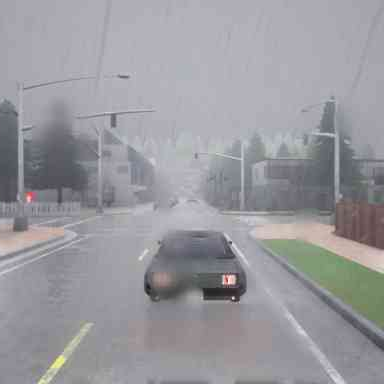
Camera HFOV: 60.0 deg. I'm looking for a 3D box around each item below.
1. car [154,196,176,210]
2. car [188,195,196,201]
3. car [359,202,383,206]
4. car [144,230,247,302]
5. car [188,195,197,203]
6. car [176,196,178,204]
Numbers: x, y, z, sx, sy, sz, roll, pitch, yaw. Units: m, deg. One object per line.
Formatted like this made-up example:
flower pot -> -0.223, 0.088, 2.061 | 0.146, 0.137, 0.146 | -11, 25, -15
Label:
car -> -3.572, 1.352, 41.988 | 2.097, 1.767, 4.553 | 0, 0, 0
car -> 0.051, 1.478, 81.469 | 1.882, 1.535, 5.008 | 0, 0, 0
car -> 15.317, 1.582, 29.258 | 4.718, 1.301, 1.895 | 0, 0, -8
car -> 0.073, 1.601, 8.202 | 1.895, 1.301, 4.718 | 0, 0, 0
car -> 0.047, 1.595, 71.433 | 1.895, 1.301, 4.718 | 0, 0, 0
car -> -3.561, 1.526, 52.222 | 1.812, 1.442, 4.674 | 0, 0, 0
